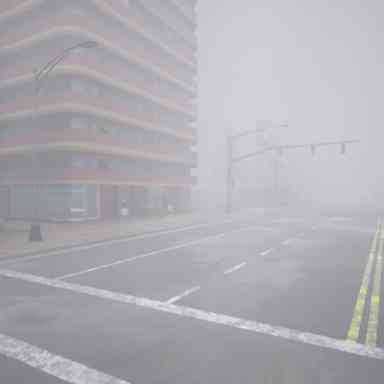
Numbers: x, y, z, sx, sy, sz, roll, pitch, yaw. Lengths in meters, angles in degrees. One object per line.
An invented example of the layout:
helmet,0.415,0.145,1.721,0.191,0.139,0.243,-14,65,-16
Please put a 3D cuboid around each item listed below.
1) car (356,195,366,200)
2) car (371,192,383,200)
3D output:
car,41.978,1.335,82.663,1.895,1.301,4.718,0,0,30
car,44.997,0.965,80.892,2.150,2.045,5.566,0,0,30
